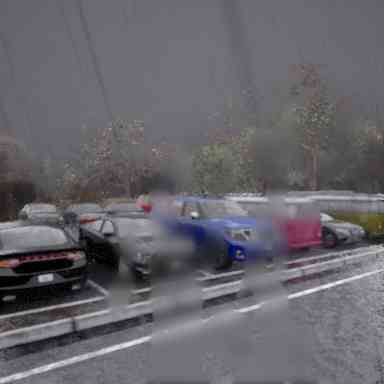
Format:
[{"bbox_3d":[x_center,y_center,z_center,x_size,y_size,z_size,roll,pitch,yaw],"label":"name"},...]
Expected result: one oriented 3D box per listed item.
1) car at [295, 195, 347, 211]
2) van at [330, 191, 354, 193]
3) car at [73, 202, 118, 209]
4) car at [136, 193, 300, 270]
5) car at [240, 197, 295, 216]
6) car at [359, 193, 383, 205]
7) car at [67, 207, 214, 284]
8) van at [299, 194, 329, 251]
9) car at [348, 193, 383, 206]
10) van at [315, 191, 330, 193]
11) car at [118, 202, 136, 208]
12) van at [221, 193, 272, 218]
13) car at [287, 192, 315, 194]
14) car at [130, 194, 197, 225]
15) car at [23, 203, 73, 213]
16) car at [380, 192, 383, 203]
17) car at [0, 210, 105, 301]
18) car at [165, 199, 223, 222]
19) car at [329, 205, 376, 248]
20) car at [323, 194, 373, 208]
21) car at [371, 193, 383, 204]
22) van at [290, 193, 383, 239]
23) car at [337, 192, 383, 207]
[{"bbox_3d":[13.949,1.136,36.330,2.231,1.521,4.892,-1,1,-35],"label":"car"},{"bbox_3d":[16.188,0.857,38.050,1.878,1.987,4.442,-1,1,-35],"label":"van"},{"bbox_3d":[-6.887,1.453,21.532,2.163,1.488,4.792,0,0,-35],"label":"car"},{"bbox_3d":[0.520,1.174,11.368,2.435,2.045,5.566,0,0,-35],"label":"car"},{"bbox_3d":[7.024,1.320,31.458,2.163,1.488,4.792,-1,1,-35],"label":"car"},{"bbox_3d":[25.366,0.879,44.417,2.097,1.535,5.008,-1,1,-35],"label":"car"},{"bbox_3d":[-1.805,1.427,9.762,2.097,1.535,5.008,0,0,-35],"label":"car"},{"bbox_3d":[2.742,1.198,13.120,1.878,1.987,4.442,0,0,-35],"label":"van"},{"bbox_3d":[23.069,0.931,42.777,2.097,1.535,5.008,-1,1,-35],"label":"car"},{"bbox_3d":[11.577,0.961,34.786,1.878,1.987,4.442,-1,1,-35],"label":"van"},{"bbox_3d":[-4.583,1.451,23.164,2.163,1.488,4.792,0,0,-35],"label":"car"},{"bbox_3d":[4.801,1.116,29.699,1.878,1.987,4.442,-1,1,-35],"label":"van"},{"bbox_3d":[9.260,1.115,32.963,2.185,1.767,4.553,-1,1,-35],"label":"car"},{"bbox_3d":[-2.280,1.169,24.797,2.435,2.045,5.566,0,0,-35],"label":"car"},{"bbox_3d":[-9.111,1.427,20.002,2.231,1.521,4.892,0,0,-35],"label":"car"},{"bbox_3d":[30.080,0.773,47.746,2.097,1.535,5.008,-1,1,-35],"label":"car"},{"bbox_3d":[-4.104,1.429,8.120,2.097,1.535,5.008,0,0,-35],"label":"car"},{"bbox_3d":[0.021,1.415,26.454,2.097,1.535,5.008,0,0,-35],"label":"car"},{"bbox_3d":[5.113,1.462,14.660,2.002,1.452,4.674,0,0,-35],"label":"car"},{"bbox_3d":[18.456,1.034,39.521,2.097,1.535,5.008,-1,1,-35],"label":"car"},{"bbox_3d":[27.757,0.855,46.141,2.163,1.488,4.792,-1,1,-35],"label":"car"},{"bbox_3d":[7.255,1.190,16.317,1.878,1.987,4.442,0,0,-35],"label":"van"},{"bbox_3d":[20.743,0.857,41.172,2.185,1.767,4.553,-1,1,-35],"label":"car"}]
